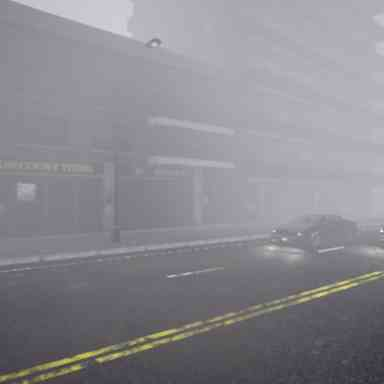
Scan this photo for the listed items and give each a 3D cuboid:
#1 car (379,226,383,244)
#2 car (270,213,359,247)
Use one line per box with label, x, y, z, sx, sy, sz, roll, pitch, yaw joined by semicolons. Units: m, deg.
car;10.786;1.738;15.939;4.892;1.490;1.837;1;-1;-38
car;6.235;1.754;16.510;5.357;1.411;2.033;1;-1;-38
